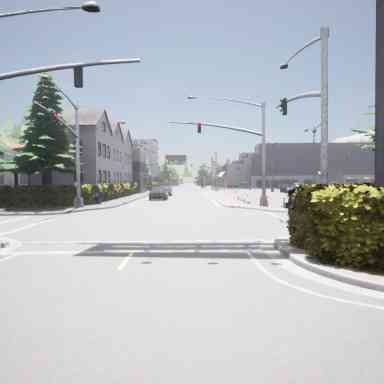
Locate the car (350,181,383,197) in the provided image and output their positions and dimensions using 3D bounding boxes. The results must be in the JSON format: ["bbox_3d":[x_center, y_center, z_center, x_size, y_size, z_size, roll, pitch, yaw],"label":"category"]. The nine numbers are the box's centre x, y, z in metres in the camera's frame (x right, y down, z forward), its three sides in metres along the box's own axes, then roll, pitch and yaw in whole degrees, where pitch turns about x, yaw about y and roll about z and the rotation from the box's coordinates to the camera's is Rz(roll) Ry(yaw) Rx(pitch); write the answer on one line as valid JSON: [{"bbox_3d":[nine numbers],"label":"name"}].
[{"bbox_3d":[22.149,-0.468,42.170,1.932,1.855,4.605,-1,2,-1],"label":"car"}]

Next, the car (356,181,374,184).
[{"bbox_3d":[18.925,-0.181,34.281,1.905,1.878,3.866,-1,2,-1],"label":"car"}]

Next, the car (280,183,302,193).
[{"bbox_3d":[15.130,-0.536,52.129,2.007,1.523,4.514,-1,2,-1],"label":"car"}]

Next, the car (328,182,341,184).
[{"bbox_3d":[25.149,-1.045,59.569,2.152,1.636,5.027,-1,2,-1],"label":"car"}]

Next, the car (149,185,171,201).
[{"bbox_3d":[-3.819,0.131,38.339,1.882,1.535,5.008,-1,2,0],"label":"car"}]

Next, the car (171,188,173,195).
[{"bbox_3d":[-3.863,-0.205,48.470,2.128,1.511,4.902,-1,2,0],"label":"car"}]
